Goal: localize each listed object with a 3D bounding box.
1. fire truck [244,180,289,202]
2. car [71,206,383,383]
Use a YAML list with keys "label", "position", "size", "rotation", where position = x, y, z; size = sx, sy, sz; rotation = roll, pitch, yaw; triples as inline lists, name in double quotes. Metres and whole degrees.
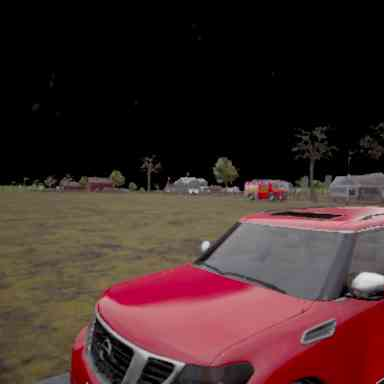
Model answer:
- label: "fire truck"
  position: [13.535, -0.297, 60.715]
  size: [2.891, 3.827, 8.468]
  rotation: [2, 0, -35]
- label: "car"
  position: [1.499, 1.243, 4.130]
  size: [5.566, 2.045, 2.150]
  rotation: [0, 0, -35]
